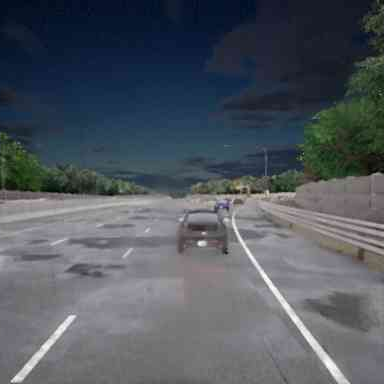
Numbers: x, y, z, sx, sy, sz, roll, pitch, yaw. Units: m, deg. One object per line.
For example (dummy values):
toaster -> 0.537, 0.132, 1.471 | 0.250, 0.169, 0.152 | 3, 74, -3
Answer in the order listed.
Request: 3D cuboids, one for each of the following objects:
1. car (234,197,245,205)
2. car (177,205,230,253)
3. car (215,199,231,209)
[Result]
car -> 9.748, 1.886, 68.149 | 1.837, 1.490, 4.892 | 0, -1, 16
car -> 0.475, 1.485, 13.587 | 1.837, 1.490, 4.892 | 0, 0, 3
car -> 3.948, 1.679, 42.829 | 1.812, 1.442, 4.674 | 1, 0, 10
